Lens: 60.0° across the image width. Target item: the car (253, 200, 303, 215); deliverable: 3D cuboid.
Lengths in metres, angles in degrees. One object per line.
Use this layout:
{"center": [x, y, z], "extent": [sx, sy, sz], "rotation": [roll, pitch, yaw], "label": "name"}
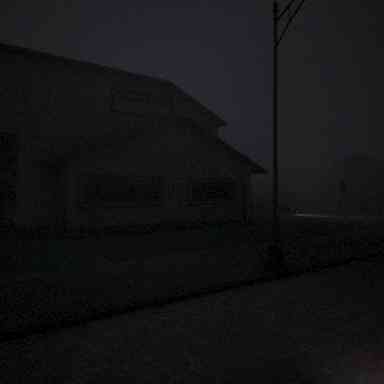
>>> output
{"center": [8.797, 1.545, 34.654], "extent": [2.033, 1.411, 5.357], "rotation": [0, 0, -35], "label": "car"}
